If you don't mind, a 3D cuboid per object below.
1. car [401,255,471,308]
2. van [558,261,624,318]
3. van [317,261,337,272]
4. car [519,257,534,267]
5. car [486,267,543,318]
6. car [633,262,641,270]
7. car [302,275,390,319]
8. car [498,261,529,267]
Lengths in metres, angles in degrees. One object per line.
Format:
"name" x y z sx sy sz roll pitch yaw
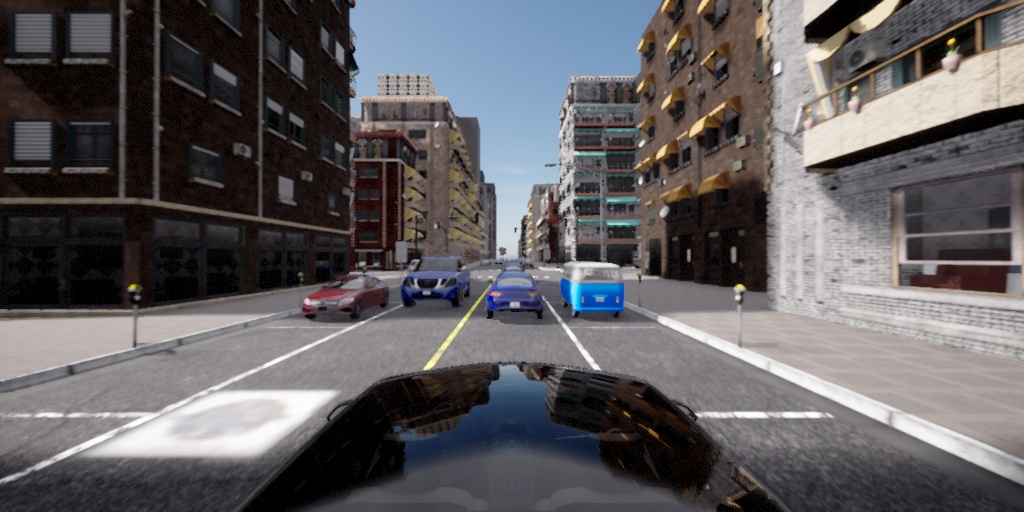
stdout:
"car" -3.087 0.988 15.754 2.150 2.045 5.566 0 0 0
"van" 2.695 1.103 12.831 1.690 1.789 3.998 0 0 0
"van" -25.345 1.555 47.367 3.998 1.789 1.690 0 0 0
"car" 2.720 1.266 61.999 1.967 1.591 4.097 0 0 0
"car" 0.094 1.289 12.941 1.812 1.442 4.674 0 0 0
"car" 18.292 1.065 47.552 4.313 1.339 1.948 0 0 0
"car" -5.685 1.345 12.839 1.802 1.307 4.207 0 0 0
"car" 0.099 1.305 26.594 1.812 1.442 4.674 0 0 0
